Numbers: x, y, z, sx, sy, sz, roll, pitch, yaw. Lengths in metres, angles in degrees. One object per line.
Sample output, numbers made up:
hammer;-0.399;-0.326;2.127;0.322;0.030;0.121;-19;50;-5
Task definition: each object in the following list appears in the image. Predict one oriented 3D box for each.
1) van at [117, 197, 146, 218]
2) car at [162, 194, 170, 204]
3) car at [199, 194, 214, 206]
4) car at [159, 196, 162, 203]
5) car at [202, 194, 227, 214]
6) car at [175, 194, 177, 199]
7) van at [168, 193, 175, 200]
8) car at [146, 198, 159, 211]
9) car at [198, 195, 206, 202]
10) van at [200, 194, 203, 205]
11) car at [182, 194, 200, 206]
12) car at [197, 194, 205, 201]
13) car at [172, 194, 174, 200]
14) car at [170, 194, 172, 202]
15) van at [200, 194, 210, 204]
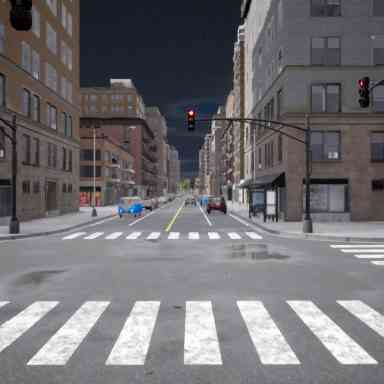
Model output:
van;-5.534;1.339;29.963;1.690;1.788;3.998;0;0;0
car;-5.665;1.518;62.231;1.752;1.417;4.829;0;0;0
car;2.442;1.308;57.031;2.192;1.841;5.009;0;0;0
car;-5.600;1.540;46.182;1.887;1.381;4.507;0;0;0
car;2.555;1.312;35.406;2.192;1.841;5.009;0;0;0
car;-5.776;1.569;89.431;1.802;1.307;4.206;0;0;0
van;-5.798;1.327;94.838;1.690;1.788;3.998;0;0;0
car;-5.578;1.562;40.775;1.947;1.339;4.313;0;0;0
car;2.327;1.514;78.825;1.752;1.417;4.829;0;0;0
van;2.470;1.335;51.624;1.690;1.788;3.998;0;0;0
car;-0.183;1.485;55.105;2.128;1.511;4.902;0;0;0
car;2.300;1.428;84.061;1.967;1.590;4.097;0;0;0
car;-5.710;1.556;73.213;1.947;1.339;4.313;0;0;0
car;-5.688;1.542;67.806;2.008;1.369;4.403;0;0;0
van;2.413;1.333;62.437;1.690;1.788;3.998;0;0;0
